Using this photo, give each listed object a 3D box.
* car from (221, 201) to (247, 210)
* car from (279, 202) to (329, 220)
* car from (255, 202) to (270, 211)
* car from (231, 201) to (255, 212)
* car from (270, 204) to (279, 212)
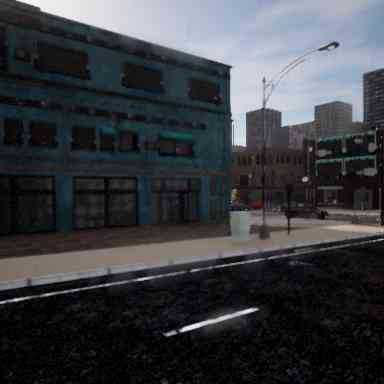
[{"bbox_3d":[6.579,2.106,52.625,1.802,1.307,4.206,-1,0,-35],"label":"car"},{"bbox_3d":[10.914,1.921,31.880,1.947,1.339,4.313,-1,0,-35],"label":"car"},{"bbox_3d":[9.789,2.044,48.117,1.802,1.307,4.206,-1,0,-35],"label":"car"},{"bbox_3d":[5.759,2.047,43.815,1.994,1.385,4.181,0,0,-35],"label":"car"},{"bbox_3d":[13.000,1.950,43.608,2.008,1.369,4.403,-1,0,-35],"label":"car"}]
